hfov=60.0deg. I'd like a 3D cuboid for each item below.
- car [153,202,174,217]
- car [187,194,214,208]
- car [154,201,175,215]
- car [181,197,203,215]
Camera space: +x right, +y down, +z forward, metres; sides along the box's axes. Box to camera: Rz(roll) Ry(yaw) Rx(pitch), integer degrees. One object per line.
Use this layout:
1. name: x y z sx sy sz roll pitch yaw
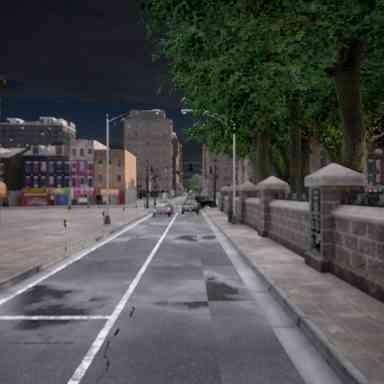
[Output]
1. car: -2.884 1.717 32.733 1.802 1.307 4.206 0 0 0
2. car: 1.226 1.405 47.569 2.150 2.045 5.566 -1 0 36
3. car: -2.911 1.716 36.395 1.947 1.339 4.313 0 0 0
4. car: -0.191 1.642 36.597 2.128 1.511 4.902 0 0 0
